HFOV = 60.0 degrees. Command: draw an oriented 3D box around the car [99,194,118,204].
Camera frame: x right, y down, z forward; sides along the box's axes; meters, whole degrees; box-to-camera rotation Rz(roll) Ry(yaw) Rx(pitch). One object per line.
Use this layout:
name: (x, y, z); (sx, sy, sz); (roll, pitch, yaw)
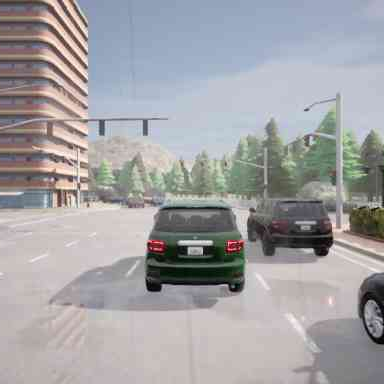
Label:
car: (-15.416, 1.597, 63.518); (1.895, 1.301, 4.718); (0, 0, -39)

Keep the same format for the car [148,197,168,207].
car: (-5.319, 1.544, 52.058); (2.033, 1.411, 5.357); (0, 0, -18)

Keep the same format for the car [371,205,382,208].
car: (19.214, 1.654, 32.254); (4.718, 1.301, 1.895); (0, 0, 1)

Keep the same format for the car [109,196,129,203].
car: (-15.143, 1.549, 68.708); (4.181, 1.385, 1.994); (0, 0, 45)

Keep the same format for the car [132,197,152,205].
car: (-9.245, 1.597, 60.809); (1.895, 1.301, 4.718); (0, 0, -31)

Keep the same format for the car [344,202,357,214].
car: (14.947, 1.601, 35.777); (5.357, 1.411, 2.033); (0, 0, 4)

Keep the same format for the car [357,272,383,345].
car: (3.607, 1.504, 3.496); (1.837, 1.490, 4.892); (0, 0, 0)

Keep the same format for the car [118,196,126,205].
car: (-10.526, 1.502, 55.651); (1.837, 1.490, 4.892); (0, 0, -26)

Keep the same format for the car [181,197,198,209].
car: (-0.377, 1.523, 46.749); (1.812, 1.442, 4.674); (0, 0, -8)

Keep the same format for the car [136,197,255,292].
car: (0.084, 1.221, 9.057); (2.150, 2.045, 5.566); (0, 0, 0)

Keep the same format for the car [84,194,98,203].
car: (-22.858, 1.521, 70.434); (4.902, 1.511, 2.128); (0, 0, 34)

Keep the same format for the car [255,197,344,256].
car: (3.611, 1.221, 13.193); (2.150, 2.045, 5.566); (0, 0, 0)

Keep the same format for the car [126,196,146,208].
car: (-7.932, 1.349, 47.237); (2.097, 1.767, 4.553); (0, 0, -13)

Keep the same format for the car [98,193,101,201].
car: (-23.093, 1.520, 74.675); (4.674, 1.442, 1.812); (0, 0, 31)
